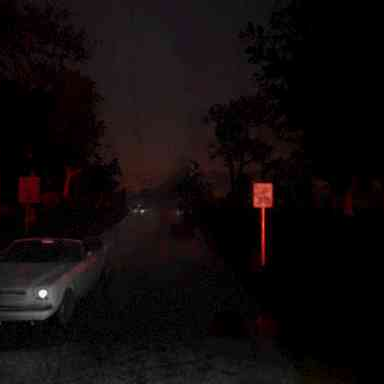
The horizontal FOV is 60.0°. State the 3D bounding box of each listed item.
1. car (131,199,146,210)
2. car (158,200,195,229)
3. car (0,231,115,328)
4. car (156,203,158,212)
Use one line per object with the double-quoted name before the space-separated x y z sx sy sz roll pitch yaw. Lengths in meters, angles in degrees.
"car" -7.999 1.864 49.809 2.128 1.511 4.902 1 -1 -11
"car" -1.023 1.417 22.300 2.097 1.767 4.553 1 0 -5
"car" -3.016 1.587 7.067 1.895 1.301 4.718 1 0 -2
"car" -3.291 1.735 40.257 1.882 1.535 5.008 1 -1 -9
